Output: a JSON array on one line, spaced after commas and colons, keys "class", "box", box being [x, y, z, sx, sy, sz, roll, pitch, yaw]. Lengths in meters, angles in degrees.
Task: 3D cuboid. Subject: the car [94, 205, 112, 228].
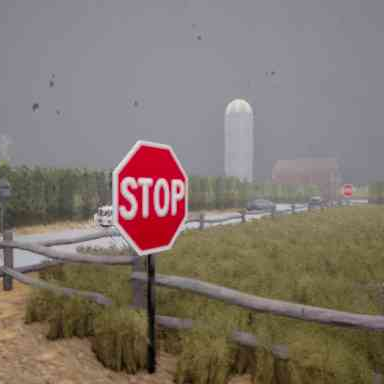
[{"class": "car", "box": [-3.395, 1.161, 20.865, 2.150, 2.045, 5.566, 0, 0, 36]}]

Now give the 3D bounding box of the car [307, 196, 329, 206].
[{"class": "car", "box": [16.389, 1.278, 43.052, 1.837, 1.490, 4.892, 0, 1, 36]}]

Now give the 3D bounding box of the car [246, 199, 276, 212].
[{"class": "car", "box": [7.544, 1.436, 36.100, 1.994, 1.385, 4.181, 0, 1, 36]}]
